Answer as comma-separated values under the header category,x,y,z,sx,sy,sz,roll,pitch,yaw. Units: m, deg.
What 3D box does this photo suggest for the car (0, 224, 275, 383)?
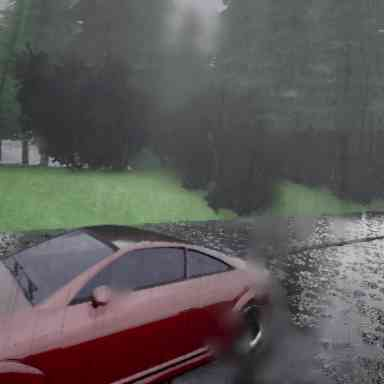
category,x,y,z,sx,sy,sz,roll,pitch,yaw
car,-0.966,1.118,3.626,4.181,1.385,1.994,0,7,-39
